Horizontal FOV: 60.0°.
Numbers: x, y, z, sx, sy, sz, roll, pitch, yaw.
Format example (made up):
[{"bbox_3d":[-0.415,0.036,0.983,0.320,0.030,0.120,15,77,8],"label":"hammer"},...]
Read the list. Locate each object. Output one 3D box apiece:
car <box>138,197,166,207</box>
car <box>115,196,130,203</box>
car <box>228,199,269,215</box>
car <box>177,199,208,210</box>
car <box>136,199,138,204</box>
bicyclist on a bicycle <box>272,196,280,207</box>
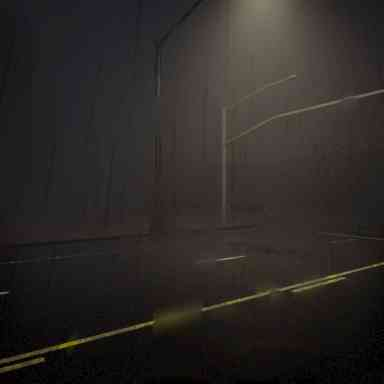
[{"bbox_3d":[-5.821,1.478,50.833,1.882,1.535,5.008,0,0,-35],"label":"car"},{"bbox_3d":[-14.451,1.468,69.080,1.812,1.442,4.674,0,0,-36],"label":"car"},{"bbox_3d":[5.830,1.491,34.508,2.128,1.511,4.902,0,0,-36],"label":"car"},{"bbox_3d":[0.045,1.601,42.607,1.895,1.301,4.718,0,0,-36],"label":"car"},{"bbox_3d":[-8.638,1.564,61.031,1.994,1.385,4.181,0,0,-35],"label":"car"},{"bbox_3d":[11.471,1.303,45.507,1.656,1.620,0.582,0,0,-36],"label":"bicyclist on a bicycle"}]
